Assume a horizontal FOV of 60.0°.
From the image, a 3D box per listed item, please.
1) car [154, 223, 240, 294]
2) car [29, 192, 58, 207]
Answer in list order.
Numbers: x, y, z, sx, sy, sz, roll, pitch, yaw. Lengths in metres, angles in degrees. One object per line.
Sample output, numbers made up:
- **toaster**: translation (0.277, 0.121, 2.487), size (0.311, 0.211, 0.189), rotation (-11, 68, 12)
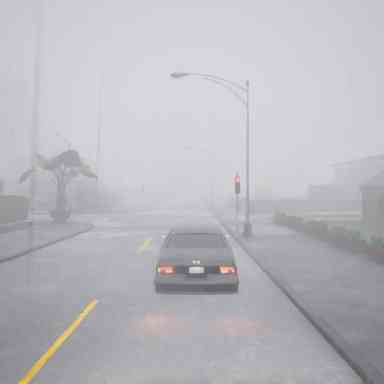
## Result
- **car**: translation (0.100, 1.547, 8.900), size (2.033, 1.411, 5.357), rotation (0, 0, 0)
- **car**: translation (-19.743, 0.985, 43.945), size (1.905, 1.878, 3.866), rotation (0, 0, 35)
